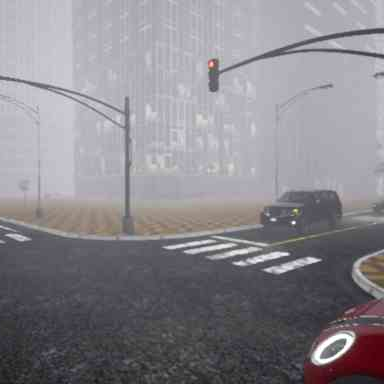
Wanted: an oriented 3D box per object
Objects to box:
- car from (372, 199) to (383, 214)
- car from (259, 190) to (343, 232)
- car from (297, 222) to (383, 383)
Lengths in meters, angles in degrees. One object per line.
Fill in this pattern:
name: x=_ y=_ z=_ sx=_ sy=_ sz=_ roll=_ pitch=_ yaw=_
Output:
car: x=16.324 y=1.091 z=26.910 sx=4.718 sy=1.301 sz=1.895 roll=-1 pitch=2 yaw=-42
car: x=5.841 y=0.903 z=17.404 sx=5.566 sy=2.045 sz=2.150 roll=-1 pitch=2 yaw=-42
car: x=3.014 y=1.283 z=1.919 sx=2.097 sy=1.767 sz=4.553 roll=-2 pitch=1 yaw=-43
